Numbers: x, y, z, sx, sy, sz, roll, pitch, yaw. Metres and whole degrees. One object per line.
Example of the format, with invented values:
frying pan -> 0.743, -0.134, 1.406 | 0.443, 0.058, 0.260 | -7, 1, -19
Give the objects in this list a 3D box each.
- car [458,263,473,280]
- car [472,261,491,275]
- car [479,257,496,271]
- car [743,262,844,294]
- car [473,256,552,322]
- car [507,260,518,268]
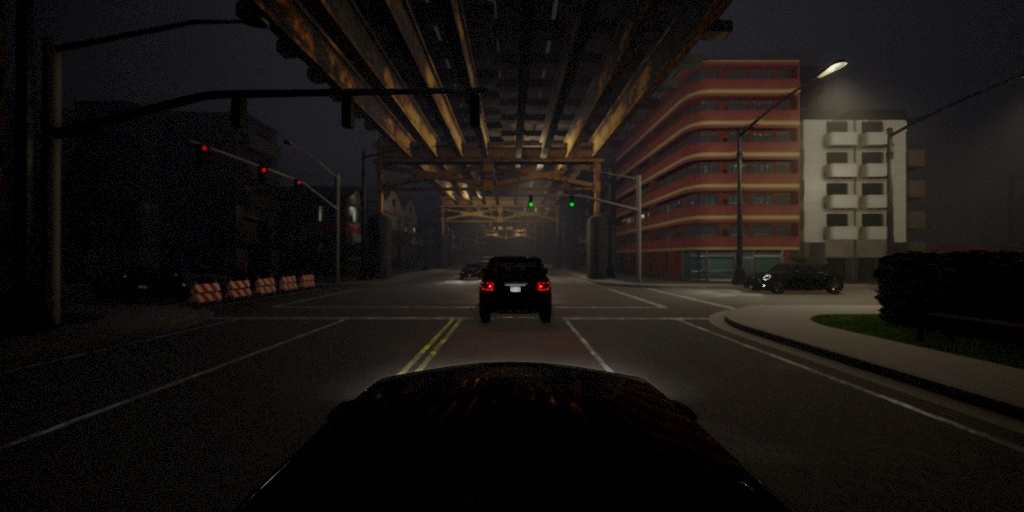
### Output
car -> -3.590, 1.369, 32.767 | 1.812, 1.442, 4.674 | 0, 0, 0
car -> -3.582, 1.400, 42.856 | 1.812, 1.442, 4.674 | 0, 0, 0
car -> -3.565, 1.111, 53.601 | 2.150, 2.045, 5.566 | 0, 0, 0
car -> 15.662, 1.158, 20.167 | 4.553, 1.767, 2.097 | 0, 0, 0
car -> 0.101, 1.006, 12.521 | 2.150, 2.045, 5.566 | 0, 0, 0
car -> 0.116, 1.394, 63.538 | 1.812, 1.442, 4.674 | 0, 0, 0
